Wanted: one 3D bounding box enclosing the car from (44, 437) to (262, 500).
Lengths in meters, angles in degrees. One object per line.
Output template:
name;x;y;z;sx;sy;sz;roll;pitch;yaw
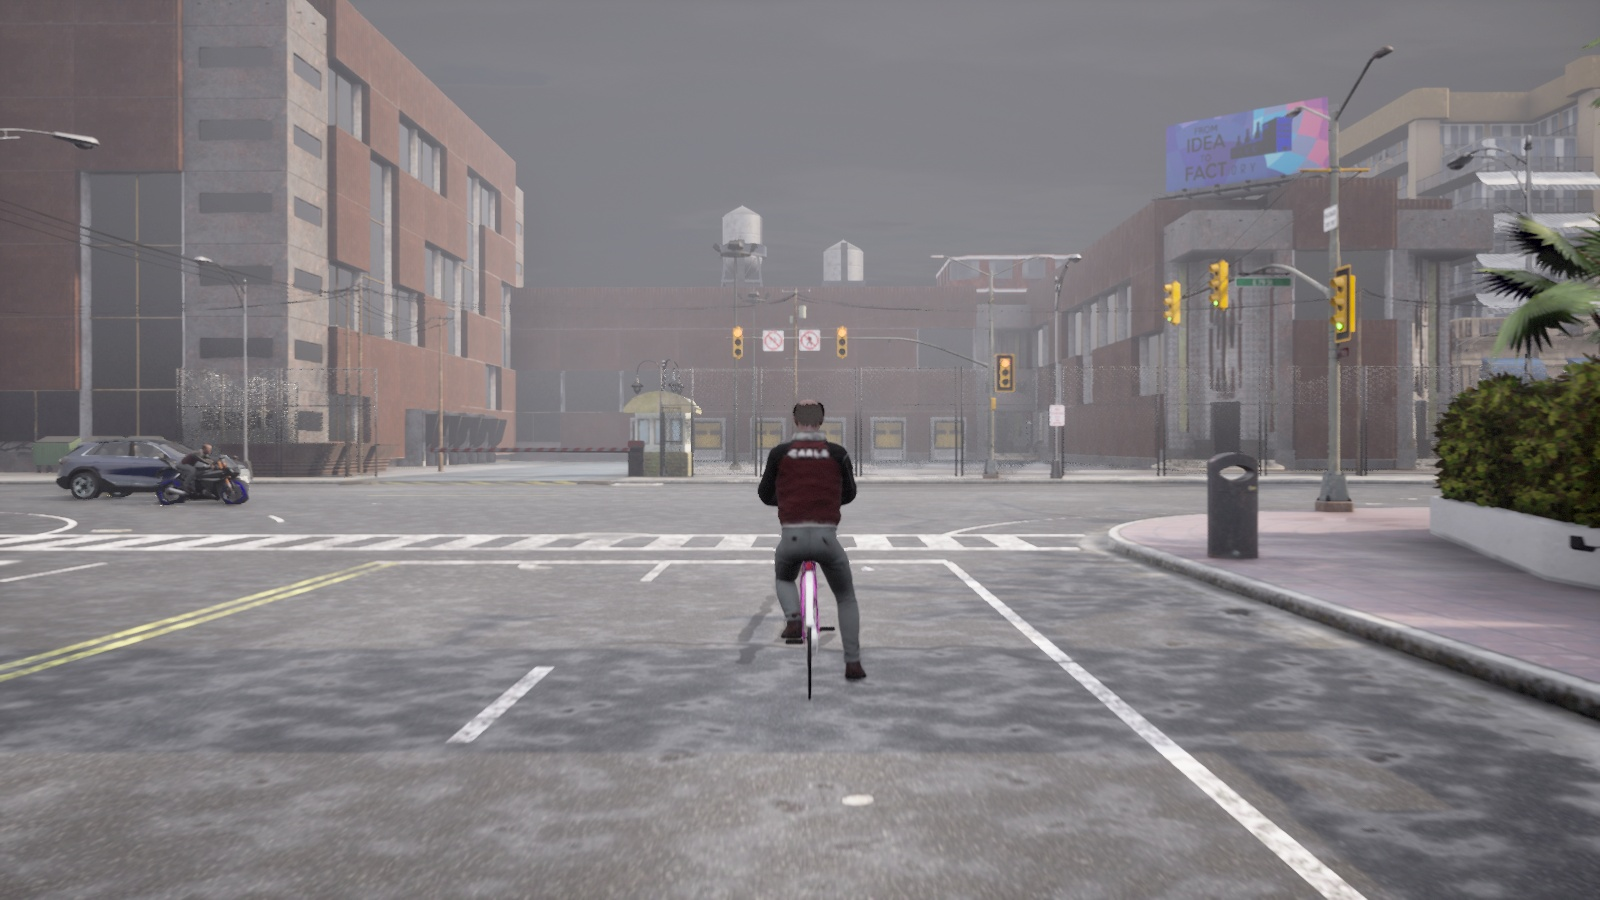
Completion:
car;-17.437;0.476;34.003;4.856;1.649;2.033;0;0;1

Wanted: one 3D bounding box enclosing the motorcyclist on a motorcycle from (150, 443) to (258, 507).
motorcyclist on a motorcycle;-14.439;0.602;30.463;2.191;1.530;0.866;0;0;1

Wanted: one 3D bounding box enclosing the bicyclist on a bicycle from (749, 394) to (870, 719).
bicyclist on a bicycle;0.055;0.572;7.766;0.659;1.776;1.843;0;1;0
